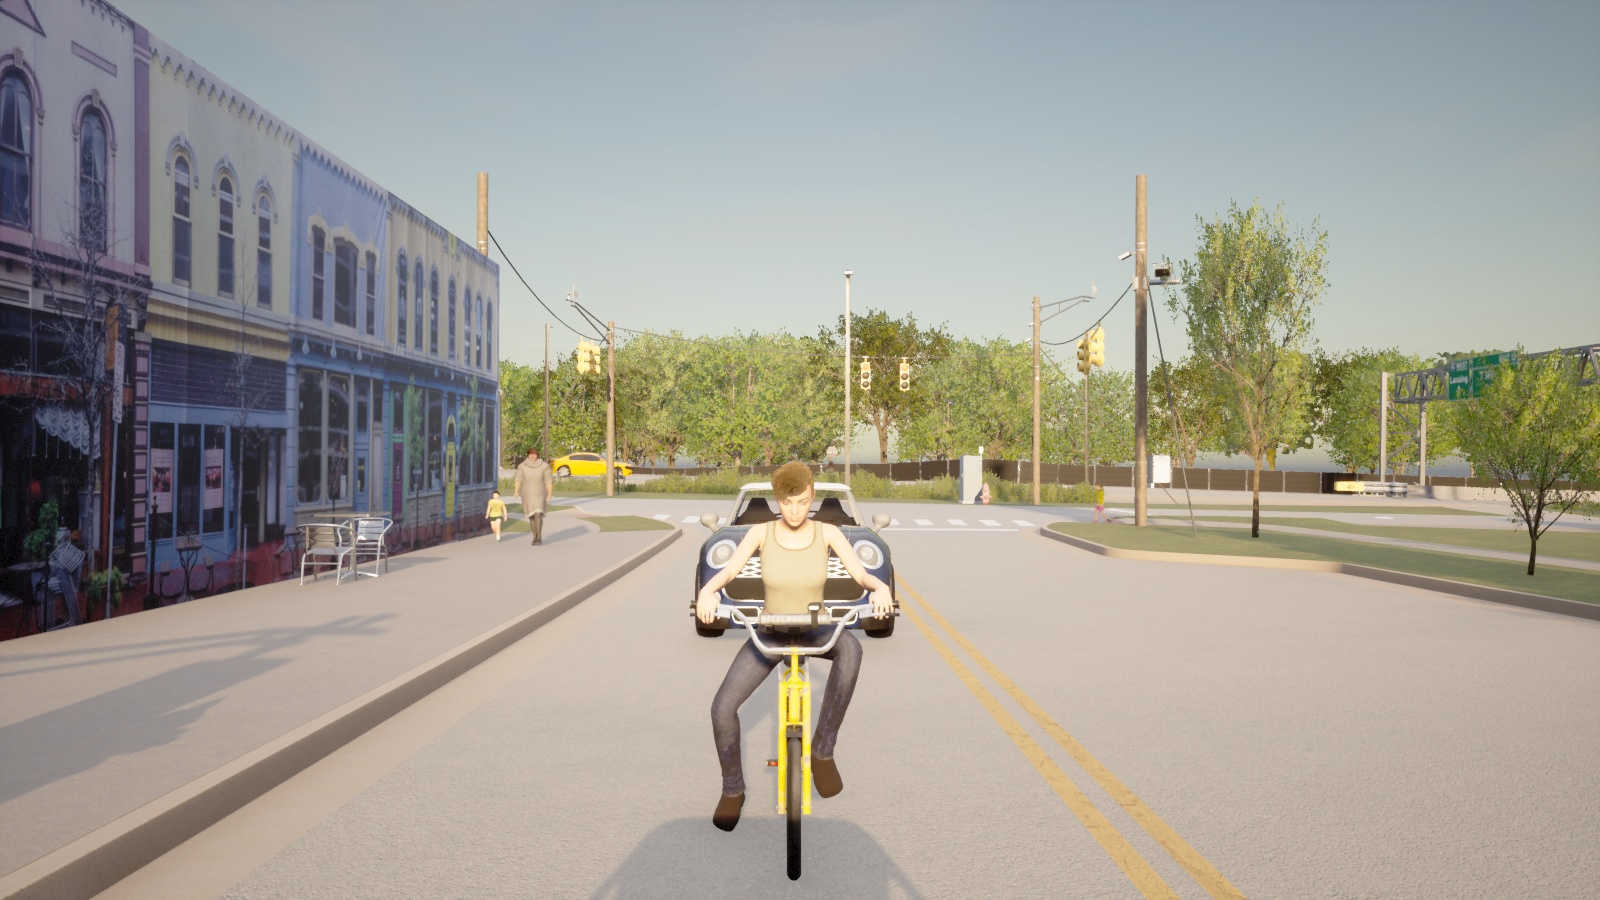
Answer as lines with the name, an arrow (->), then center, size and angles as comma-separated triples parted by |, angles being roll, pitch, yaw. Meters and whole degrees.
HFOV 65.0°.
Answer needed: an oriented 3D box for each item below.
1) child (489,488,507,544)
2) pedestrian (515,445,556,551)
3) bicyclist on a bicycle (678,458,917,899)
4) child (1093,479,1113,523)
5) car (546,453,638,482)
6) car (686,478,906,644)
child -> -6.071, 1.327, 25.256 | 0.255, 1.110, 0.394 | 0, -1, 2
pedestrian -> -4.963, 0.892, 23.600 | 0.659, 1.952, 0.873 | 0, -1, -5
bicyclist on a bicycle -> -0.017, 0.853, 5.334 | 0.866, 1.612, 1.509 | 0, -1, -1
child -> 8.031, 1.345, 33.287 | 0.473, 1.160, 0.299 | 0, -1, 9
car -> -12.131, 1.007, 73.345 | 5.008, 1.535, 1.882 | 1, -1, 0
car -> -0.039, 1.037, 13.186 | 1.970, 1.475, 3.806 | 0, -1, 0
